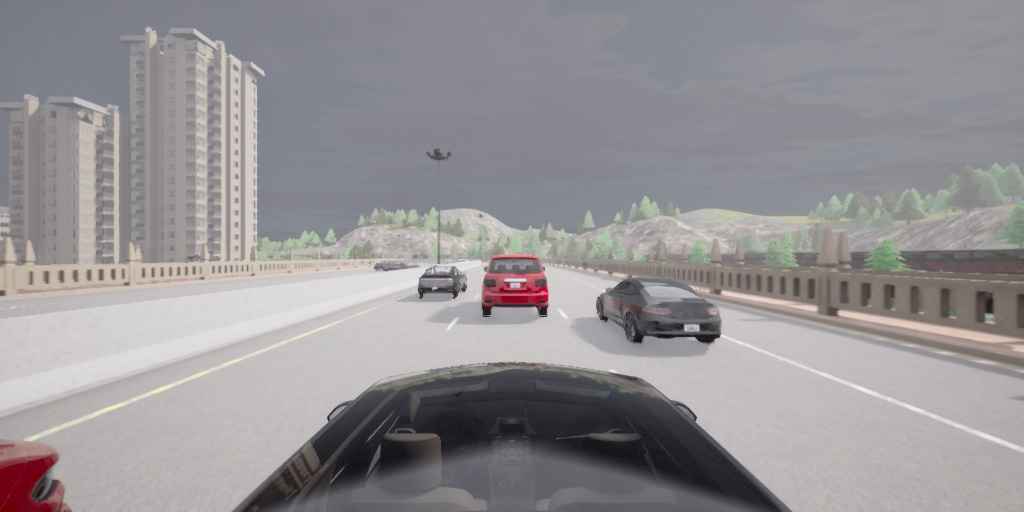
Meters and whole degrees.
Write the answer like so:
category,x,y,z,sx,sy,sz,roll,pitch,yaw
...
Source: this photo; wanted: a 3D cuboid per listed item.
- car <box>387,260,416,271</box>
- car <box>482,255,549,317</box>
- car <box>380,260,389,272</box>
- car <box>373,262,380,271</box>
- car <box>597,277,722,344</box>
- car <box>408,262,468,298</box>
category,x,y,z,sx,sy,sz,roll,pitch,yaw
car,-10.600,1.350,36.085,1.895,1.301,4.718,0,0,0
car,0.099,0.969,13.383,2.150,2.045,5.566,0,0,0
car,-14.089,1.322,43.906,1.994,1.385,4.181,0,0,0
car,-17.570,1.316,50.252,2.033,1.411,5.357,0,0,0
car,3.599,1.274,9.479,1.812,1.442,4.674,0,0,0
car,-3.403,1.237,18.234,2.128,1.511,4.902,0,0,0
